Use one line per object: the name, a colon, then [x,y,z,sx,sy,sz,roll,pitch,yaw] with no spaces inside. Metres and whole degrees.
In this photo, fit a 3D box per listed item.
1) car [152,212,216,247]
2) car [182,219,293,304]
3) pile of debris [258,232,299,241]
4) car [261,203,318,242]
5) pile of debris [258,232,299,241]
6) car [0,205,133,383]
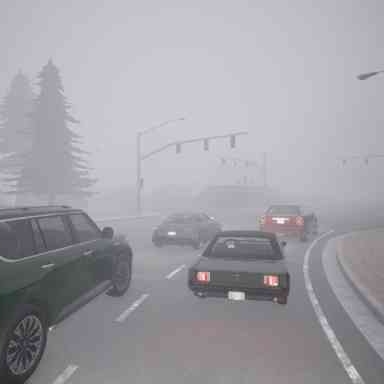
car: [-0.072,1.544,14.540,1.994,1.385,4.181,0,0,20]
car: [1.354,1.587,8.176,1.895,1.301,4.718,0,0,14]
pile of debris: [4.245,2.142,16.199,1.500,0.140,1.860,0,0,29]
car: [4.866,1.316,16.438,2.097,1.767,4.553,0,0,28]
pile of debris: [4.245,2.142,16.199,1.500,0.140,1.860,0,0,29]
car: [-2.775,1.222,5.591,2.150,2.045,5.566,0,0,8]
